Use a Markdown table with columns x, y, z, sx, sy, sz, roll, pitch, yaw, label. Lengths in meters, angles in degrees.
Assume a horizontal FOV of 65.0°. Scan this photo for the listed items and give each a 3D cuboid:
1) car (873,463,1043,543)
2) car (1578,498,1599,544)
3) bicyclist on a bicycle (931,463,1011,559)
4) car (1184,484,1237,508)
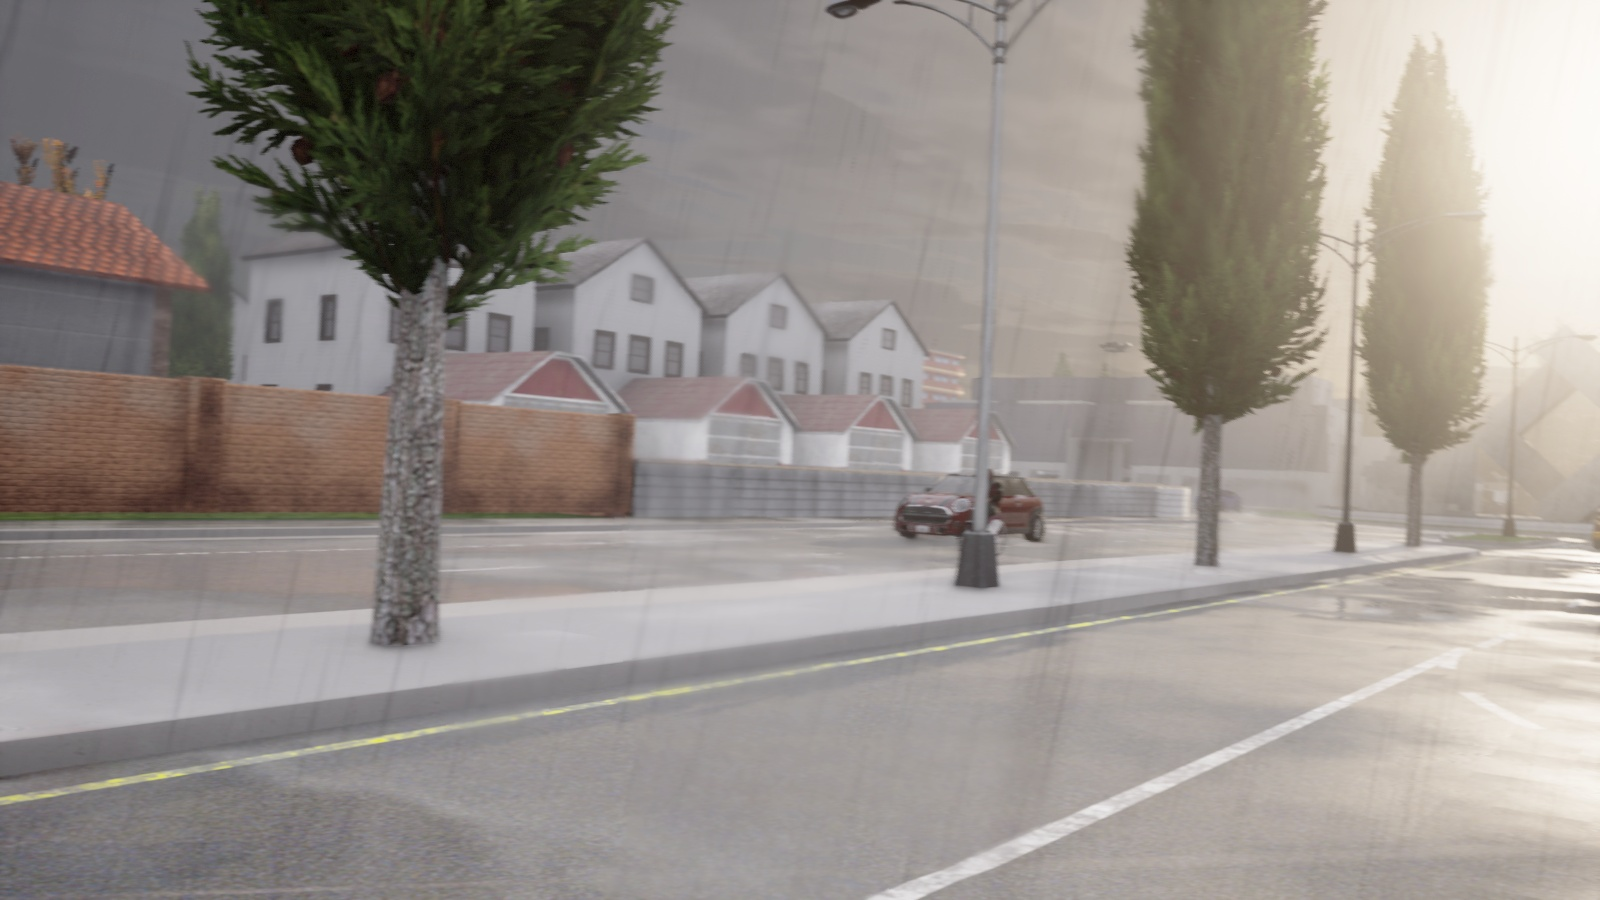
| x | y | z | sx | sy | sz | roll | pitch | yaw | label |
| --- | --- | --- | --- | --- | --- | --- | --- | --- | --- |
| 3.986 | 1.286 | 31.024 | 2.097 | 1.767 | 4.553 | 2 | -1 | 37 | car |
| 29.901 | 2.599 | 45.925 | 1.801 | 1.575 | 5.366 | 2 | -1 | 38 | car |
| 3.341 | 1.179 | 24.410 | 0.659 | 1.776 | 1.843 | 2 | -1 | 37 | bicyclist on a bicycle |
| 27.715 | 3.100 | 84.595 | 1.882 | 1.535 | 5.008 | 1 | -1 | 36 | car |
